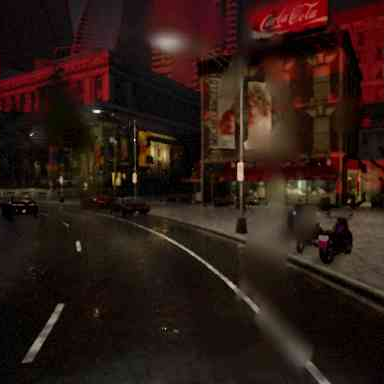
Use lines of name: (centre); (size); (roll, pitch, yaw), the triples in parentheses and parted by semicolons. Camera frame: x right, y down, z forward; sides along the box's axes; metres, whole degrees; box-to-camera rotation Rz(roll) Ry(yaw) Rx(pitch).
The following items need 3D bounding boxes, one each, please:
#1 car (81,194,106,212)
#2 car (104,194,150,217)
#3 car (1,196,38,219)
car: (-8.183, 0.881, 29.224); (2.002, 1.452, 4.674); (-1, 2, -39)
car: (-4.791, 1.050, 24.608); (1.895, 1.301, 4.718); (-1, 1, -29)
car: (-12.222, 0.994, 23.469); (2.128, 1.511, 4.902); (-1, 1, -35)
